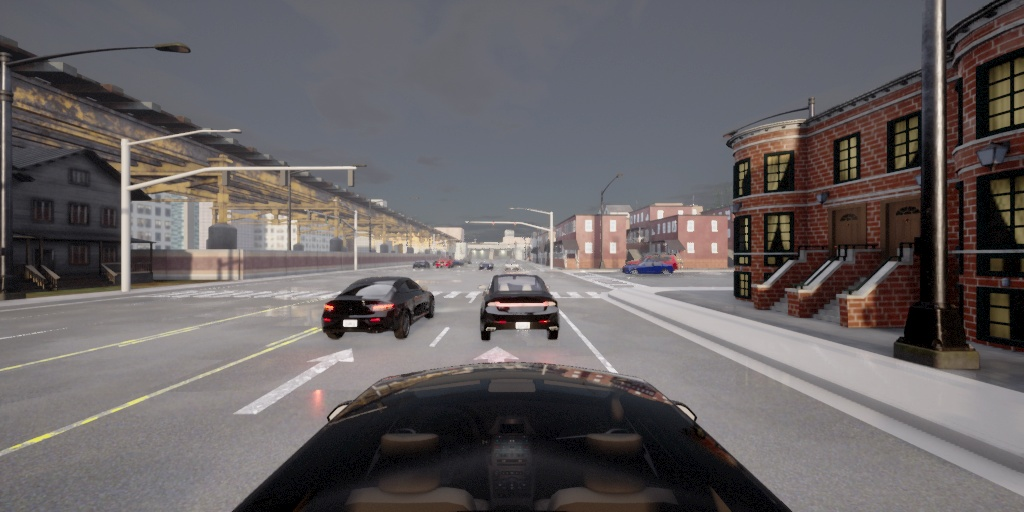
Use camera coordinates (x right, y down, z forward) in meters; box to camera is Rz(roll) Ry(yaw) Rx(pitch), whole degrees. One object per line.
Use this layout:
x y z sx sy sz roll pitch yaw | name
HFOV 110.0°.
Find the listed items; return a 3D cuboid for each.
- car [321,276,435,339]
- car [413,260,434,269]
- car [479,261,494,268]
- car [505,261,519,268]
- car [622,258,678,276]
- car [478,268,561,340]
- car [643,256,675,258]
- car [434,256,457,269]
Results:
-3.451 1.276 9.960 1.812 1.442 4.674 0 0 0 | car
-14.239 1.314 56.571 1.994 1.385 4.181 0 0 0 | car
-3.541 1.351 50.841 1.895 1.301 4.718 0 0 0 | car
-0.041 1.351 50.849 1.895 1.301 4.718 0 0 0 | car
13.858 1.228 36.714 5.008 1.535 1.882 0 0 -1 | car
0.091 1.242 9.927 2.128 1.511 4.902 0 0 -3 | car
15.641 0.971 40.232 5.566 2.045 2.150 0 0 0 | car
-10.747 0.971 57.671 2.150 2.045 5.566 0 0 -1 | car
